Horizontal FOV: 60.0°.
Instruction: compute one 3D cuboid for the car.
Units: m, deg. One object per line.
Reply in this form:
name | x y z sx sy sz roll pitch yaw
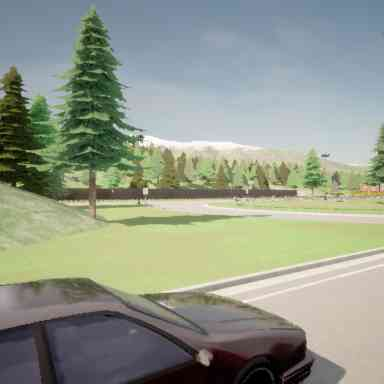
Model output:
car | -1.261 1.547 2.844 5.357 1.411 2.033 0 0 -36
